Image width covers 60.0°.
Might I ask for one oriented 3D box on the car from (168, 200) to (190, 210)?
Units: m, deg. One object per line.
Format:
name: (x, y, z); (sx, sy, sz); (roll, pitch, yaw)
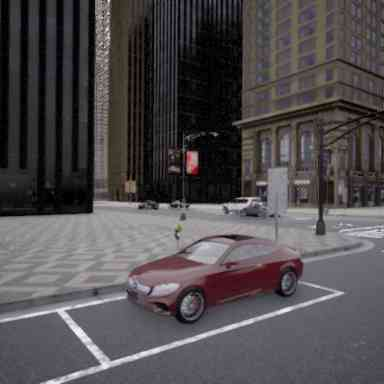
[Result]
car: (-2.216, 2.202, 56.454); (1.837, 1.490, 4.892); (1, -1, -35)

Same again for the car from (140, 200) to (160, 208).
car: (-8.265, 2.304, 64.899); (1.837, 1.490, 4.892); (1, -1, -35)

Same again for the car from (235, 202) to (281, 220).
car: (6.622, 1.926, 32.488); (1.994, 1.385, 4.181); (1, -1, -35)

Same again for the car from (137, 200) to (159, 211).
car: (-6.874, 2.193, 51.604); (1.994, 1.385, 4.181); (1, -1, -35)

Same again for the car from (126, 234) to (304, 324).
car: (0.680, 1.602, 7.130); (4.206, 1.307, 1.802); (0, 0, -35)

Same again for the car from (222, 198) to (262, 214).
car: (5.942, 1.684, 39.420); (2.150, 2.045, 5.566); (1, -1, -35)

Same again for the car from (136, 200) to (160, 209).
car: (-7.897, 2.216, 58.899); (2.128, 1.511, 4.902); (1, -1, -35)
